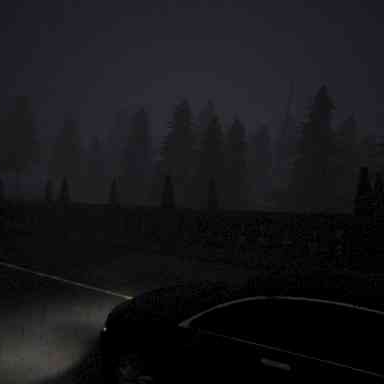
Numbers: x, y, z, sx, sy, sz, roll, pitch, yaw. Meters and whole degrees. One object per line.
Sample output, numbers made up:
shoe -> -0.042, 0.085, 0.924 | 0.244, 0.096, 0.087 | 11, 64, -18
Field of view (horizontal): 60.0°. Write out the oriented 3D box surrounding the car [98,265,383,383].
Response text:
car -> 1.162, 1.500, 3.164 | 4.892, 1.490, 1.837 | 1, 0, 36
